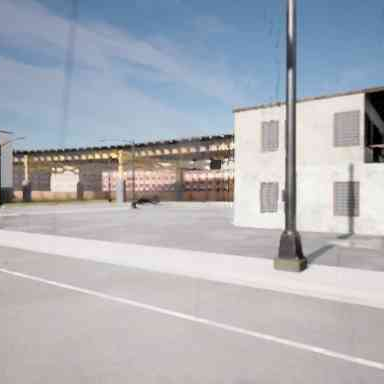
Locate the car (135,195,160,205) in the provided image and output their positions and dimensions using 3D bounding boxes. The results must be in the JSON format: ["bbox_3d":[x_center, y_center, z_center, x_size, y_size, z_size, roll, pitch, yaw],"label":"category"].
[{"bbox_3d":[-9.174,1.601,66.665,5.566,2.045,2.150,0,0,-26],"label":"car"}]
